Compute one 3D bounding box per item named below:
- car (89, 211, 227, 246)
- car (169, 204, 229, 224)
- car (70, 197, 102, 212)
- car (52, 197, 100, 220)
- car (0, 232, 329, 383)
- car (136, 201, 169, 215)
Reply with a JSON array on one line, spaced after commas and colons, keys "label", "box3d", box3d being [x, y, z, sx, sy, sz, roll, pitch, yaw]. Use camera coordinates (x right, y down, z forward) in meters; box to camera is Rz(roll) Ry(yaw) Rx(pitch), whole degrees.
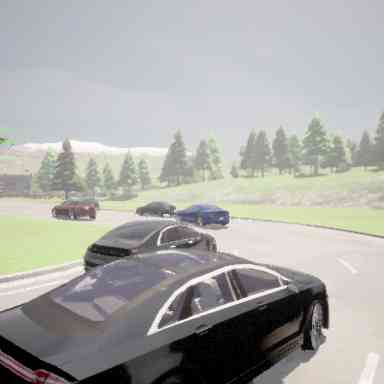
[{"label": "car", "box3d": [-0.856, 1.541, 9.356, 1.837, 1.490, 4.892, 3, 1, 26]}, {"label": "car", "box3d": [0.580, 1.575, 23.475, 1.882, 1.535, 5.008, 1, -1, -32]}, {"label": "car", "box3d": [-13.348, 1.486, 41.607, 2.097, 1.767, 4.553, 0, 0, -43]}, {"label": "car", "box3d": [-10.346, 1.443, 29.050, 4.553, 1.767, 2.097, 0, 0, 42]}, {"label": "car", "box3d": [0.115, 1.509, 4.297, 2.128, 1.511, 4.902, 1, 0, 44]}, {"label": "car", "box3d": [-3.438, 1.650, 32.350, 4.674, 1.442, 1.812, -1, -1, 41]}]
